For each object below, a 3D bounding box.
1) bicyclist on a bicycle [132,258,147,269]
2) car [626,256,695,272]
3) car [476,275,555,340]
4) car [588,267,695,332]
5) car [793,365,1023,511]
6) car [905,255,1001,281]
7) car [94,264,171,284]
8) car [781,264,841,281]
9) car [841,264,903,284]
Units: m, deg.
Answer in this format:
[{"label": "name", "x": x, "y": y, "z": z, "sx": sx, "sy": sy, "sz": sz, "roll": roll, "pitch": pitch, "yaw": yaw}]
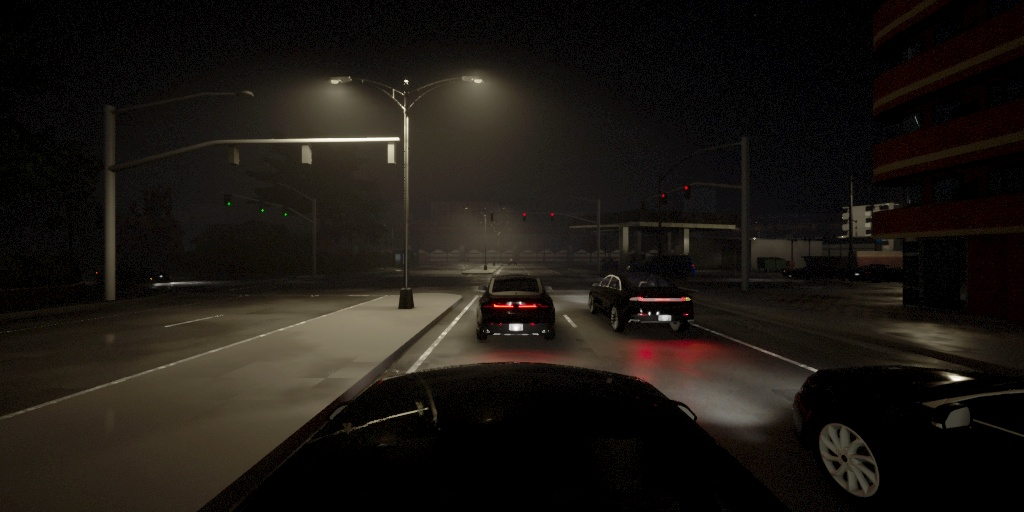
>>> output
[{"label": "bicyclist on a bicycle", "x": -38.211, "y": 1.053, "z": 36.732, "sx": 0.582, "sy": 1.620, "sz": 1.656, "roll": 0, "pitch": 0, "yaw": 0}, {"label": "car", "x": 12.217, "y": 0.973, "z": 29.808, "sx": 5.566, "sy": 2.045, "sz": 2.150, "roll": 0, "pitch": 0, "yaw": 0}, {"label": "car", "x": 0.100, "y": 1.255, "z": 9.984, "sx": 1.837, "sy": 1.490, "sz": 4.892, "roll": 0, "pitch": 0, "yaw": 0}, {"label": "car", "x": 3.607, "y": 1.241, "z": 10.838, "sx": 2.128, "sy": 1.511, "sz": 4.902, "roll": 0, "pitch": 0, "yaw": 0}, {"label": "car", "x": 3.600, "y": 1.255, "z": 1.430, "sx": 1.837, "sy": 1.490, "sz": 4.892, "roll": 0, "pitch": 0, "yaw": 0}, {"label": "car", "x": 36.899, "y": 0.971, "z": 30.108, "sx": 5.566, "sy": 2.045, "sz": 2.150, "roll": 0, "pitch": 0, "yaw": -1}, {"label": "car", "x": -27.749, "y": 1.314, "z": 26.308, "sx": 4.181, "sy": 1.385, "sz": 1.994, "roll": 0, "pitch": 0, "yaw": 0}, {"label": "car", "x": 25.413, "y": 1.351, "z": 29.949, "sx": 4.718, "sy": 1.301, "sz": 1.895, "roll": 0, "pitch": 0, "yaw": -1}, {"label": "car", "x": 27.258, "y": 1.314, "z": 26.276, "sx": 4.181, "sy": 1.385, "sz": 1.994, "roll": 0, "pitch": 0, "yaw": -1}]
